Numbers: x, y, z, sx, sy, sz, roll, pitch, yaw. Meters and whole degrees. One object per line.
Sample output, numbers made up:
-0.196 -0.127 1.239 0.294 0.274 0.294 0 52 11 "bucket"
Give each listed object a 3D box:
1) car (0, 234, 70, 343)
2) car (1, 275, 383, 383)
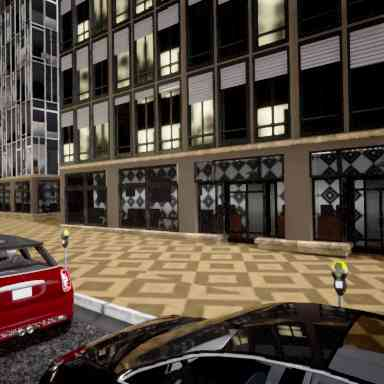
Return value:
-3.911 1.441 5.819 4.097 1.590 1.967 0 -1 37 "car"
0.663 1.566 2.439 4.313 1.339 1.947 0 -1 36 "car"
